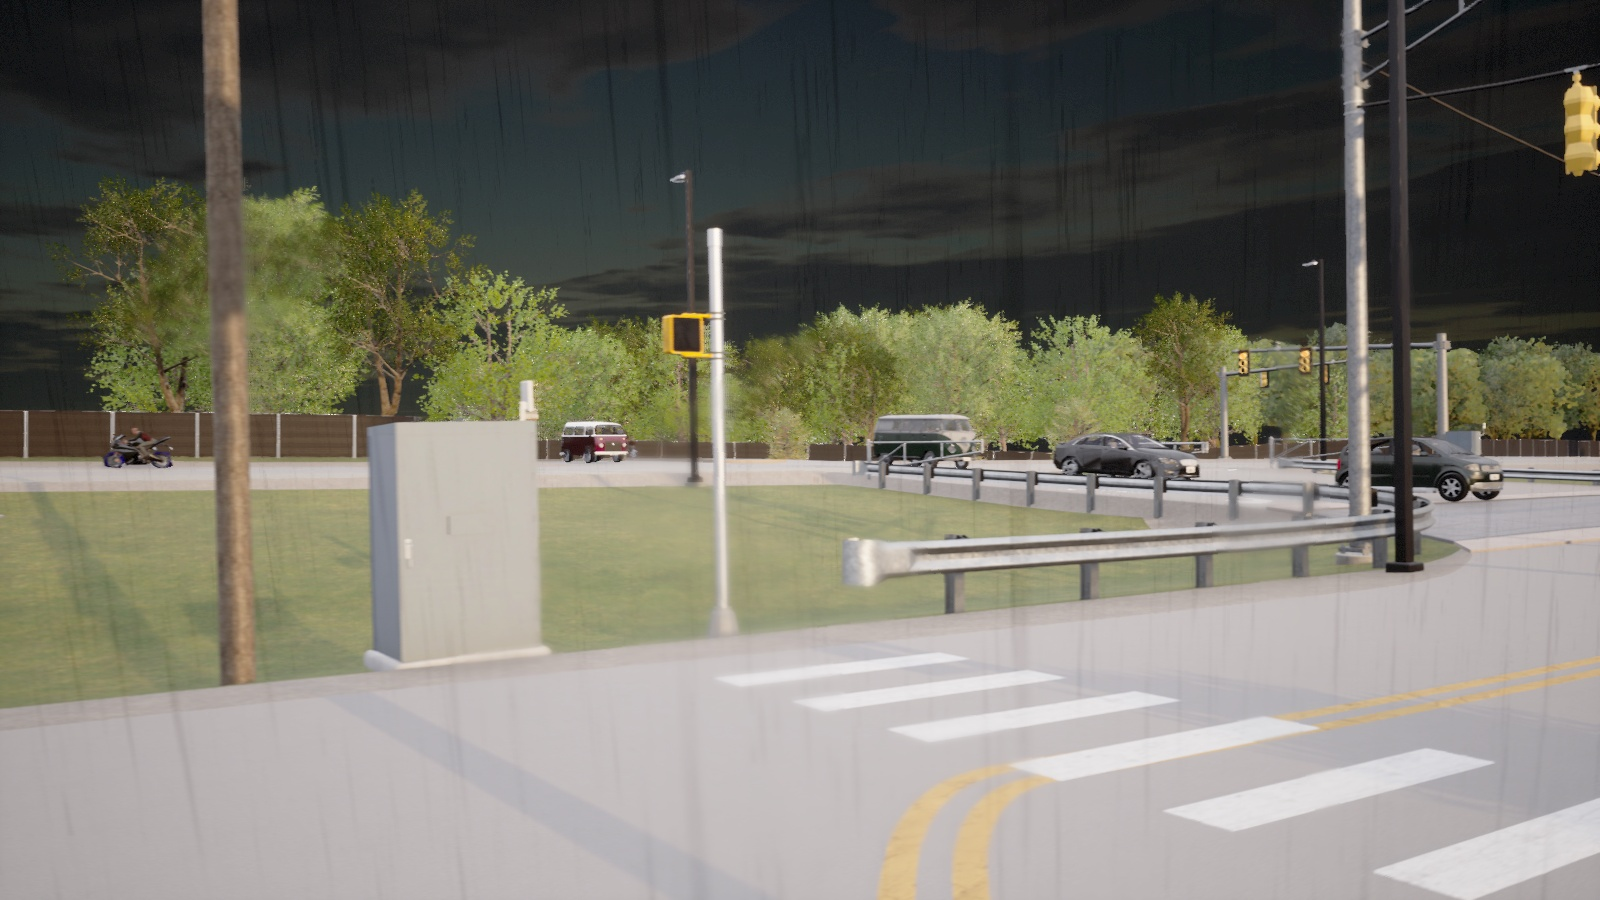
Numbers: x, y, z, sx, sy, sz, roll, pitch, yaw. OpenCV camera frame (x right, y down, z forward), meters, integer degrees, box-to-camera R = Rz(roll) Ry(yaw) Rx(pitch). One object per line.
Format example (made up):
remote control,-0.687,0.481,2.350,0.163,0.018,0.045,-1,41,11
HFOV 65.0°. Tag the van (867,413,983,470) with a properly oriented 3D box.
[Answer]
van,4.516,-0.323,45.998,1.775,1.987,4.442,0,1,-34

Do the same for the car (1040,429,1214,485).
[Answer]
car,9.839,0.155,38.198,2.128,1.511,4.902,0,2,-34

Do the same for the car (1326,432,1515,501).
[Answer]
car,15.034,0.378,30.576,1.789,1.549,3.705,0,0,-34

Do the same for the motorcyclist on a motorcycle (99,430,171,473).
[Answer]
motorcyclist on a motorcycle,-23.996,0.063,45.352,2.191,1.530,0.866,0,0,-17

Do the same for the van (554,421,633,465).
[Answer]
van,-10.101,-0.336,61.192,2.069,2.038,4.480,-1,1,-35
